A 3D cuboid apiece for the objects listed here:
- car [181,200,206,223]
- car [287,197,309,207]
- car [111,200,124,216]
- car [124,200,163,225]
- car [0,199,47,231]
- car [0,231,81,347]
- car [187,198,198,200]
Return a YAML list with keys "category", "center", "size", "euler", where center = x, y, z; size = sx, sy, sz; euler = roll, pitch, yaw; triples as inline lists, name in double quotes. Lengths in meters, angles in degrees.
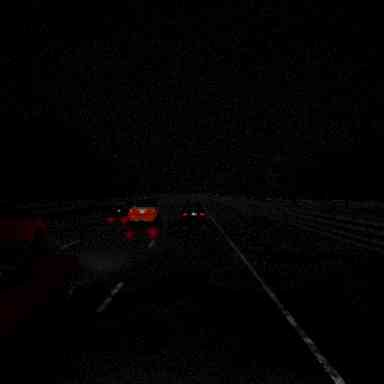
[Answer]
- category: "car"
  center: [0.100, 1.586, 25.601]
  size: [2.033, 1.411, 5.357]
  euler: [0, 0, 0]
- category: "car"
  center: [18.490, 1.695, 58.024]
  size: [2.033, 1.649, 4.856]
  euler: [0, 0, -18]
- category: "car"
  center: [-6.900, 1.578, 33.692]
  size: [1.812, 1.442, 4.674]
  euler: [0, 0, 0]
- category: "car"
  center: [-3.400, 1.385, 24.839]
  size: [2.097, 1.767, 4.553]
  euler: [0, 0, 0]
- category: "car"
  center: [-6.900, 1.234, 10.993]
  size: [2.150, 2.045, 5.566]
  euler: [0, 0, 0]
- category: "car"
  center: [-3.400, 1.606, 5.324]
  size: [1.895, 1.301, 4.718]
  euler: [0, 0, 0]
- category: "car"
  center: [0.098, 1.562, 42.955]
  size: [1.882, 1.535, 5.008]
  euler: [0, 0, 0]
